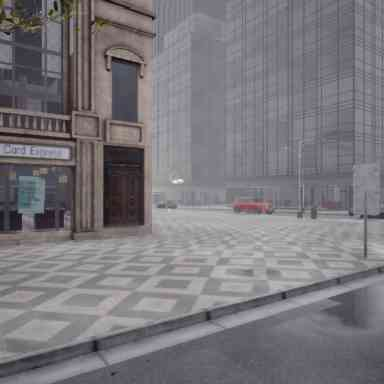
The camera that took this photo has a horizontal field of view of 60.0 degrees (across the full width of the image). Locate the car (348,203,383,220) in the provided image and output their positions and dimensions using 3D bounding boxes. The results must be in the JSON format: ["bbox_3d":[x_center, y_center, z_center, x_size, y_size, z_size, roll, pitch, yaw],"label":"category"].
[{"bbox_3d":[15.619,1.690,27.776,2.128,1.511,4.902,0,-1,-36],"label":"car"}]

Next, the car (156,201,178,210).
[{"bbox_3d":[-4.283,2.212,56.097,1.882,1.535,5.008,0,-1,-35],"label":"car"}]

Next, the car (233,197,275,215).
[{"bbox_3d":[7.256,1.635,39.607,2.150,2.045,5.566,0,0,-35],"label":"car"}]
